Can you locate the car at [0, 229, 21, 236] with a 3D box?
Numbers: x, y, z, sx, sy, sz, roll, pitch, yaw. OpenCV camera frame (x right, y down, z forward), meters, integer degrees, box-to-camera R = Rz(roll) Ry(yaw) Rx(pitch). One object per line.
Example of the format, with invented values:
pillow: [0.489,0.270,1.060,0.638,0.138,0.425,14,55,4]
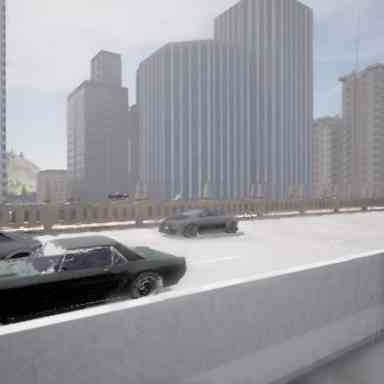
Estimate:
car: [-5.964,1.565,8.336,4.181,1.385,1.994,0,0,-35]

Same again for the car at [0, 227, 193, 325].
car: [-2.507,1.595,6.503,4.718,1.301,1.895,0,0,-35]

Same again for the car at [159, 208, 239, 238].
car: [0.406,1.530,17.172,4.181,1.385,1.994,0,0,-35]
